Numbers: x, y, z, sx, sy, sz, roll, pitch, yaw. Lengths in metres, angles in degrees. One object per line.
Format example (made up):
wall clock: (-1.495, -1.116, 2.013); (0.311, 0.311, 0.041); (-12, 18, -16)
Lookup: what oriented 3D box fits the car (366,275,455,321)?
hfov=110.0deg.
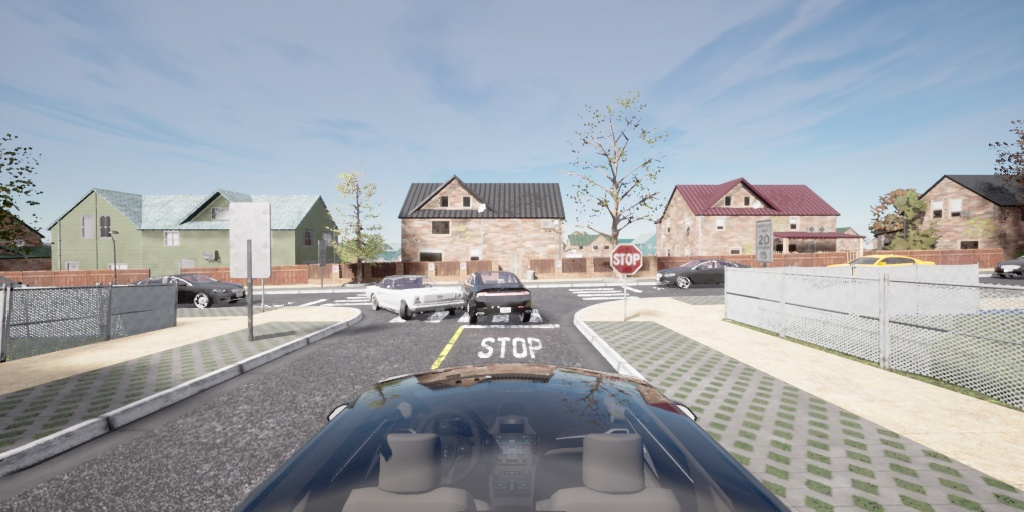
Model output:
car: (-3.597, 1.367, 12.852); (1.895, 1.301, 4.718); (0, 0, -38)

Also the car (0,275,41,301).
car: (-24.232, 1.647, 16.317); (4.553, 1.767, 2.097); (-1, 1, 0)

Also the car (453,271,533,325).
car: (-0.680, 1.242, 11.991); (2.128, 1.511, 4.902); (0, 0, -12)

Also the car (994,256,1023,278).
car: (29.394, 0.478, 19.458); (4.902, 1.511, 2.128); (-1, 1, 0)

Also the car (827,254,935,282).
car: (19.770, 0.690, 19.426); (5.008, 1.535, 1.882); (-1, 1, -1)

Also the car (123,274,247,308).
car: (-14.895, 1.566, 16.353); (4.902, 1.511, 2.128); (-1, 1, 0)

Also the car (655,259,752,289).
car: (10.339, 0.925, 19.394); (4.902, 1.511, 2.128); (-1, 1, 0)
